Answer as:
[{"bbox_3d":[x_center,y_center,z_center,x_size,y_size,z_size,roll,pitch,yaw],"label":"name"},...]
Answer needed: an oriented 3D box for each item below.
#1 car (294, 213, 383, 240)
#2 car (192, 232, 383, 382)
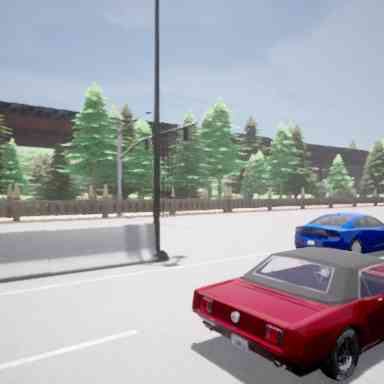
[{"bbox_3d":[5.879,1.500,12.235,5.008,1.535,1.882,0,0,-35],"label":"car"},{"bbox_3d":[2.410,1.612,5.464,4.718,1.301,1.895,0,0,-36],"label":"car"}]
